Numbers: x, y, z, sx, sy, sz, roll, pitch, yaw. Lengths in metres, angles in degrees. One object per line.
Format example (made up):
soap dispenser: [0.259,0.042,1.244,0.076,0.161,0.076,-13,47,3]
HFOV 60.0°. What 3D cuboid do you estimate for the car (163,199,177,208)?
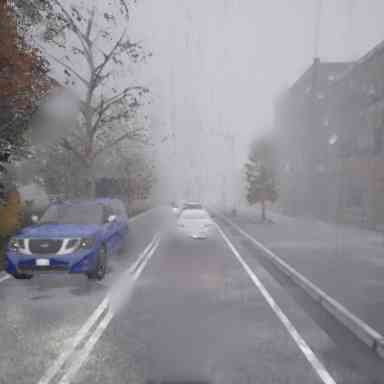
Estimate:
car: [-3.398,1.783,52.313,1.895,1.301,4.718,0,-1,0]

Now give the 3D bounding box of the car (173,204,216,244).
car: [0.097,1.522,15.634,1.812,1.442,4.674,0,0,0]

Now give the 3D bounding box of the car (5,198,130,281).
car: [-3.352,1.219,10.237,2.150,2.045,5.566,0,0,0]

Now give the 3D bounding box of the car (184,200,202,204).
car: [0.075,1.541,32.860,1.812,1.442,4.674,0,0,0]
